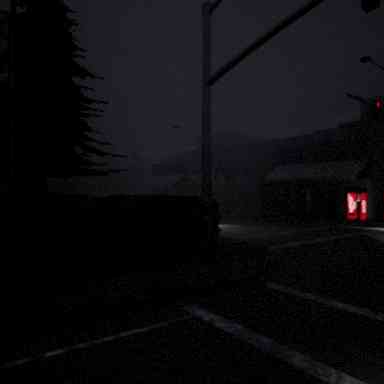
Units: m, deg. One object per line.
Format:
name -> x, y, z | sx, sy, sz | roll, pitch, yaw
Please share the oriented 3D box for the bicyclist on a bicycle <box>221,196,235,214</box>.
bicyclist on a bicycle -> 3.176, 1.150, 29.496 | 1.656, 1.620, 0.582 | 0, 0, -35
